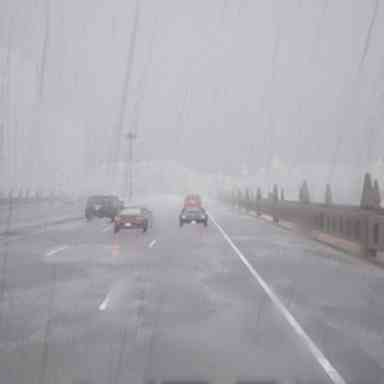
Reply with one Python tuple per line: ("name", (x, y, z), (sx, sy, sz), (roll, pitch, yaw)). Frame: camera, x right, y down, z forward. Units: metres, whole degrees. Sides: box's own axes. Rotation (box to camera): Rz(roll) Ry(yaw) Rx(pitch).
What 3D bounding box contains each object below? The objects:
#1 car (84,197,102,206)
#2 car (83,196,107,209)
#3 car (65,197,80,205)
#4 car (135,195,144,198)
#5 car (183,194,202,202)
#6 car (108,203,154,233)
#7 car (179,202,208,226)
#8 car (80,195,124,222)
("car", (-17.533, 1.691, 59.216), (1.994, 1.385, 4.181), (0, 0, 1))
("car", (-14.070, 1.457, 48.605), (2.097, 1.767, 4.553), (0, 0, 0))
("car", (-21.026, 1.632, 59.465), (1.837, 1.490, 4.892), (0, 0, 1))
("car", (-13.903, 1.533, 88.504), (1.994, 1.385, 4.181), (0, 0, 1))
("car", (0.111, 1.312, 41.894), (2.150, 2.045, 5.566), (0, 0, 0))
("car", (-3.400, 1.569, 19.985), (1.812, 1.442, 4.674), (0, 0, 0))
("car", (0.100, 1.652, 23.634), (1.895, 1.301, 4.718), (0, 0, 0))
("car", (-6.900, 1.280, 26.914), (2.150, 2.045, 5.566), (0, 0, 0))
